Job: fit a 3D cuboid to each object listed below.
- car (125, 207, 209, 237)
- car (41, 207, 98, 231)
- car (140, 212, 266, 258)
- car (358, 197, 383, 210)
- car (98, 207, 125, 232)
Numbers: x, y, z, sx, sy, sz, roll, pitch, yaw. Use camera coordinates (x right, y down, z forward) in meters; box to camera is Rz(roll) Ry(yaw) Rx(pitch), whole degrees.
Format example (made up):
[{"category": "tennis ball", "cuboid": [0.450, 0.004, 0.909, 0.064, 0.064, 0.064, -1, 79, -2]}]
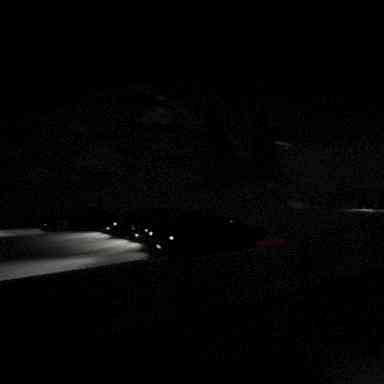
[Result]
[{"category": "car", "cuboid": [-0.332, 1.575, 16.641, 5.357, 1.411, 2.033, 0, 0, -35]}, {"category": "car", "cuboid": [-6.733, 1.623, 20.676, 4.718, 1.301, 1.895, 0, 0, -35]}, {"category": "car", "cuboid": [0.638, 1.627, 13.035, 4.718, 1.301, 1.895, 0, 0, -35]}, {"category": "car", "cuboid": [22.786, 1.370, 41.027, 5.357, 1.411, 2.033, -1, 1, -30]}, {"category": "car", "cuboid": [-2.365, 1.575, 19.490, 5.357, 1.411, 2.033, 0, 0, -35]}]
